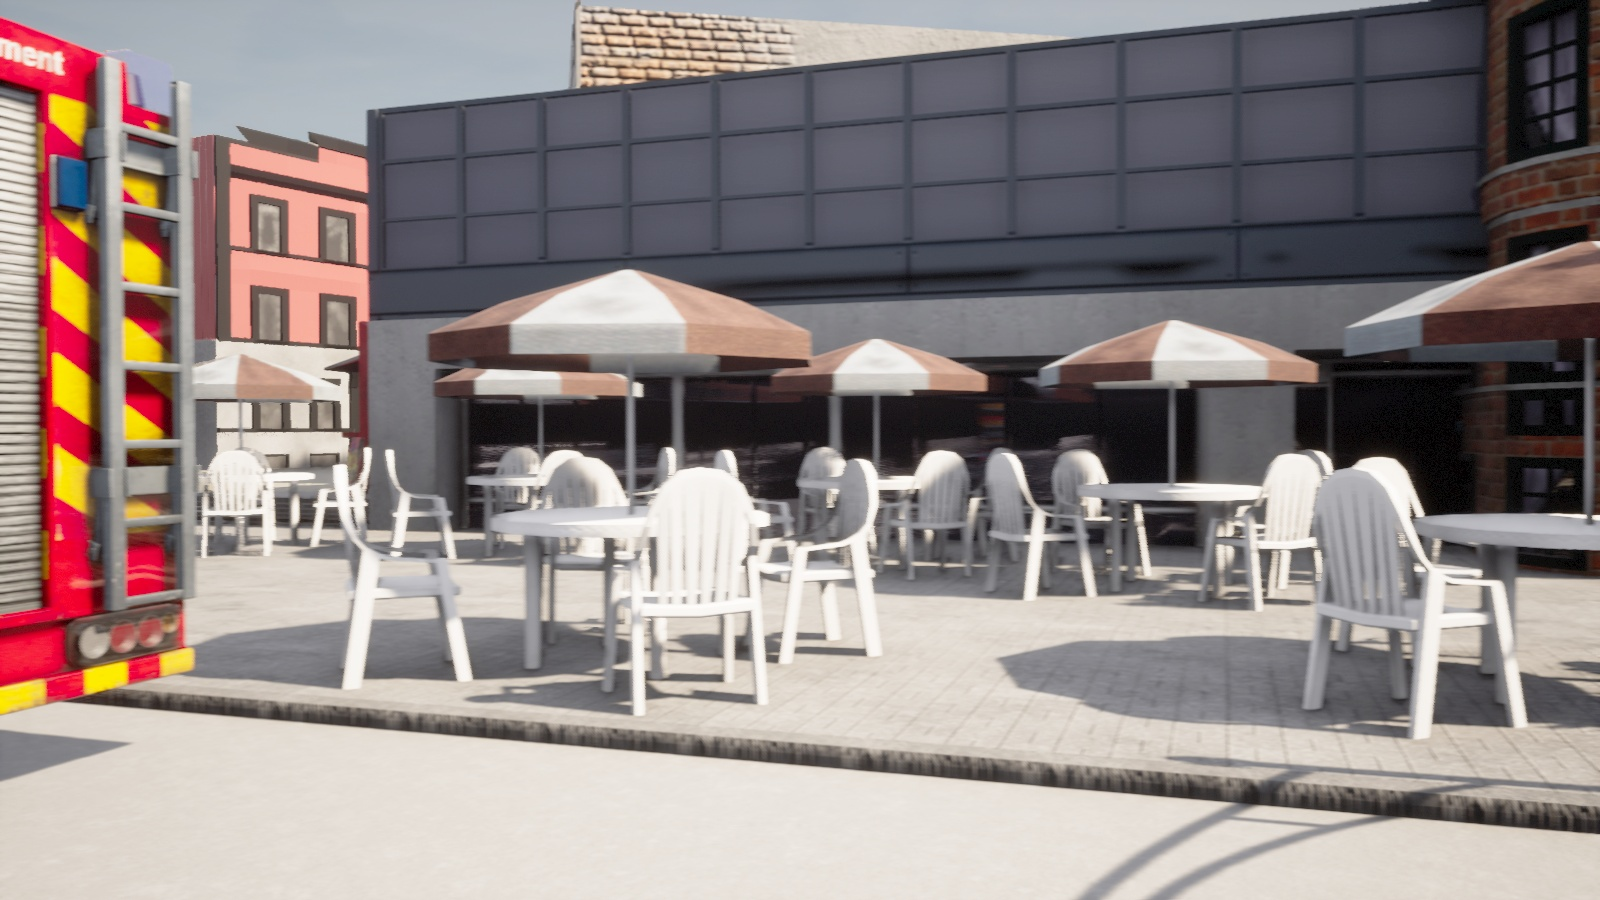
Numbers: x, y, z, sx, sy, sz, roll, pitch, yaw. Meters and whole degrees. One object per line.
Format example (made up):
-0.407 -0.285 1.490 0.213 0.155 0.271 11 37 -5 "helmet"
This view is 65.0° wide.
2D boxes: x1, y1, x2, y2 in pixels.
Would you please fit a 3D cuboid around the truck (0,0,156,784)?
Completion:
-7.724 -0.468 6.300 8.468 3.827 2.891 1 1 19 "truck"
